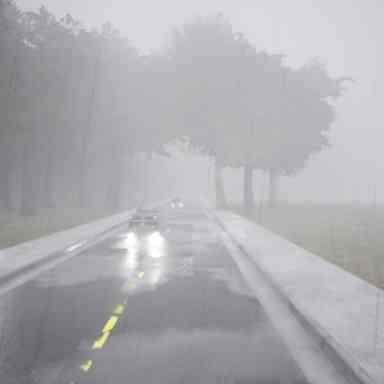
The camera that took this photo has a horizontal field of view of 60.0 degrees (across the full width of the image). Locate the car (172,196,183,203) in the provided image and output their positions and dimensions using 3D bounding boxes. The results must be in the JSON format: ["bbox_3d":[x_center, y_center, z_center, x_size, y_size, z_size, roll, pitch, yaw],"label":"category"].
[{"bbox_3d":[-2.752,1.433,61.821,1.895,1.301,4.718,0,0,1],"label":"car"}]

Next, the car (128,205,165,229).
[{"bbox_3d":[-2.841,1.543,21.397,1.895,1.301,4.718,0,0,0],"label":"car"}]
